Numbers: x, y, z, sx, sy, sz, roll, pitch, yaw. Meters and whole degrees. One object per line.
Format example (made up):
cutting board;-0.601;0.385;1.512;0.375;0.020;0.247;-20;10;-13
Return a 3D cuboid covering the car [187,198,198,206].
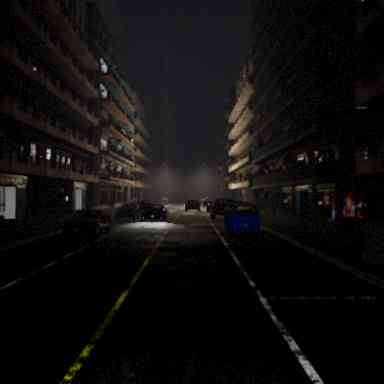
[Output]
car;0.086;1.856;61.780;2.033;1.411;5.357;0;0;0

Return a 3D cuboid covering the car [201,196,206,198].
car;2.680;1.841;58.331;2.008;1.369;4.403;0;0;0

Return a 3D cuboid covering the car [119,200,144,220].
car;-5.695;1.696;29.916;2.008;1.369;4.403;0;0;0

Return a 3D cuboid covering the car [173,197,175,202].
car;-5.708;2.057;92.421;1.802;1.307;4.206;0;0;0

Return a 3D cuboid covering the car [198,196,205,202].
car;2.673;1.915;92.426;1.967;1.590;4.097;0;0;0

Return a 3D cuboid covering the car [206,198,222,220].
car;2.686;1.461;29.921;2.192;1.841;5.009;0;0;0

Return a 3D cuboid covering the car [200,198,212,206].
car;2.679;1.872;64.014;2.008;1.369;4.403;0;0;0

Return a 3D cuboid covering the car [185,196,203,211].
car;0.091;1.693;43.749;1.882;1.535;5.008;0;-1;0

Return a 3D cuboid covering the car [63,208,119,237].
car;-5.692;1.635;18.551;1.887;1.381;4.507;0;0;0

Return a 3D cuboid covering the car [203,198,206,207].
car;2.684;1.768;41.284;1.947;1.339;4.313;0;0;0

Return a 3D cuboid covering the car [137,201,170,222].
car;-3.036;1.699;27.694;1.994;1.385;4.181;0;0;1

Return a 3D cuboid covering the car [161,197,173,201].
car;-5.703;1.902;69.692;2.008;1.369;4.403;0;0;0

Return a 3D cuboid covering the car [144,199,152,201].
car;-5.697;1.642;41.281;1.967;1.590;4.097;0;0;0

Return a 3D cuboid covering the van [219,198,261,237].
van;2.689;1.431;18.556;1.690;1.788;3.998;0;0;0

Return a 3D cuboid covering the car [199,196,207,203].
car;2.675;1.853;81.060;1.967;1.590;4.097;0;0;0
